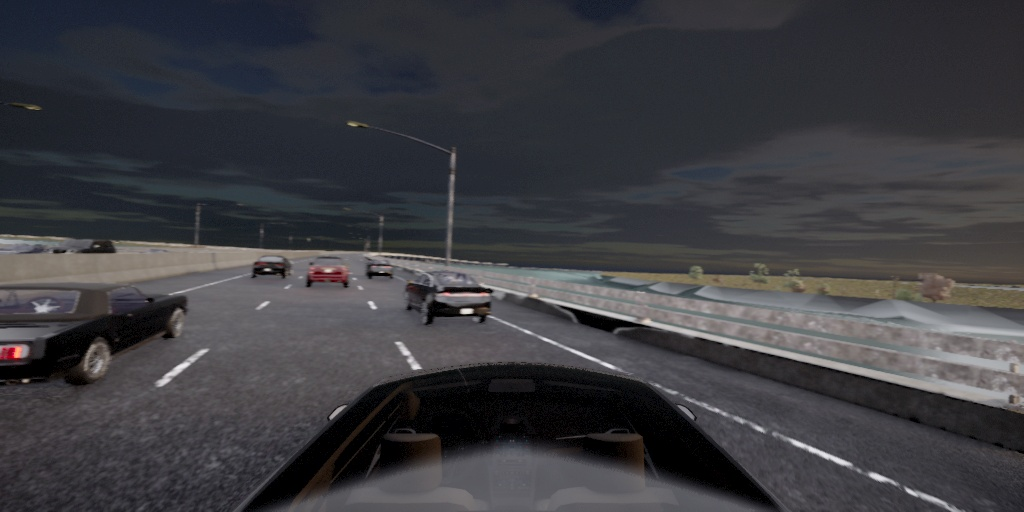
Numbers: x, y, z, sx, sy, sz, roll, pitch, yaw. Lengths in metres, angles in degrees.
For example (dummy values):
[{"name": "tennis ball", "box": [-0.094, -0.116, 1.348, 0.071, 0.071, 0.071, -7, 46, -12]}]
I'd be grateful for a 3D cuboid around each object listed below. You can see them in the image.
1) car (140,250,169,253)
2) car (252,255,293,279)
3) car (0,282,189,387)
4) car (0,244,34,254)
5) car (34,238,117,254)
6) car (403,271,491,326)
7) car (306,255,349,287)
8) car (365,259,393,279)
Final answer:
[{"name": "car", "box": [-31.922, 0.121, 32.195, 1.994, 1.385, 4.181, 3, -1, -26]}, {"name": "car", "box": [-16.515, 0.686, 24.893, 1.882, 1.535, 5.008, 3, -1, -26]}, {"name": "car", "box": [-7.116, 1.058, 5.770, 1.895, 1.301, 4.718, 3, -1, -26]}, {"name": "car", "box": [-37.561, -0.204, 27.771, 2.033, 1.411, 5.357, 3, -1, -26]}, {"name": "car", "box": [-33.973, -0.356, 28.420, 2.150, 2.045, 5.566, 3, -1, -26]}, {"name": "car", "box": [-2.274, 1.237, 11.758, 2.128, 1.511, 4.902, 3, -1, -26]}, {"name": "car", "box": [-10.850, 0.792, 21.275, 2.097, 1.767, 4.553, 3, 0, -26]}, {"name": "car", "box": [-10.927, 1.007, 29.387, 2.128, 1.511, 4.902, 3, -1, -26]}]
